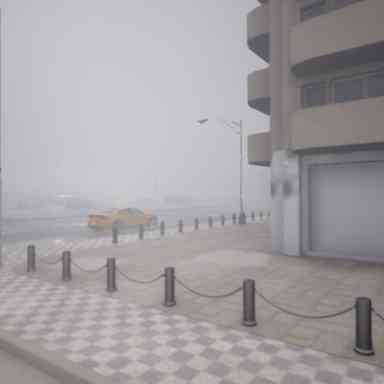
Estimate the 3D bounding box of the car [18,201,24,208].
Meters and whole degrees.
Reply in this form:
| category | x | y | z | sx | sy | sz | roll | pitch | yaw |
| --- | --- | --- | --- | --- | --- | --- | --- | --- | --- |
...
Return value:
| category | x | y | z | sx | sy | sz | roll | pitch | yaw |
| --- | --- | --- | --- | --- | --- | --- | --- | --- | --- |
| car | -32.538 | 2.028 | 67.700 | 1.784 | 1.438 | 3.905 | -1 | 0 | 36 |

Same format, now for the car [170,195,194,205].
| category | x | y | z | sx | sy | sz | roll | pitch | yaw |
| --- | --- | --- | --- | --- | --- | --- | --- | --- | --- |
| car | -1.744 | 1.573 | 66.968 | 1.932 | 1.855 | 4.605 | -1 | 0 | 36 |

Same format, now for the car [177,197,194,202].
| category | x | y | z | sx | sy | sz | roll | pitch | yaw |
| --- | --- | --- | --- | --- | --- | --- | --- | --- | --- |
| car | -1.830 | 2.157 | 93.775 | 4.718 | 1.301 | 1.895 | -1 | 0 | 37 |

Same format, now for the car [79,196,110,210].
| category | x | y | z | sx | sy | sz | roll | pitch | yaw |
| --- | --- | --- | --- | --- | --- | --- | --- | --- | --- |
| car | -16.478 | 1.873 | 56.131 | 1.970 | 1.475 | 3.806 | -1 | 0 | 36 |

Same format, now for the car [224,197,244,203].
| category | x | y | z | sx | sy | sz | roll | pitch | yaw |
| --- | --- | --- | --- | --- | --- | --- | --- | --- | --- |
| car | 10.445 | 1.957 | 84.458 | 5.357 | 1.411 | 2.033 | -1 | 0 | 37 |

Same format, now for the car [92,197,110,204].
| category | x | y | z | sx | sy | sz | roll | pitch | yaw |
| --- | --- | --- | --- | --- | --- | --- | --- | --- | --- |
| car | -22.325 | 2.054 | 81.870 | 1.970 | 1.475 | 3.806 | -1 | 0 | 36 |

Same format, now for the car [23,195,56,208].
| category | x | y | z | sx | sy | sz | roll | pitch | yaw |
| --- | --- | --- | --- | --- | --- | --- | --- | --- | --- |
| car | -30.229 | 1.790 | 65.953 | 1.932 | 1.855 | 4.605 | -1 | 0 | 36 |

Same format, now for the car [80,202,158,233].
| category | x | y | z | sx | sy | sz | roll | pitch | yaw |
| --- | --- | --- | --- | --- | --- | --- | --- | --- | --- |
| car | -4.281 | 1.652 | 21.298 | 1.882 | 1.535 | 5.008 | -1 | 0 | 36 |

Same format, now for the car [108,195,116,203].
| category | x | y | z | sx | sy | sz | roll | pitch | yaw |
| --- | --- | --- | --- | --- | --- | --- | --- | --- | --- |
| car | -19.987 | 1.788 | 80.167 | 1.905 | 1.878 | 3.866 | -1 | 0 | 36 |

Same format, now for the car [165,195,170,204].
| category | x | y | z | sx | sy | sz | roll | pitch | yaw |
| --- | --- | --- | --- | --- | --- | --- | --- | --- | --- |
| car | -4.058 | 1.603 | 68.707 | 1.905 | 1.878 | 3.866 | -1 | 0 | 36 |
